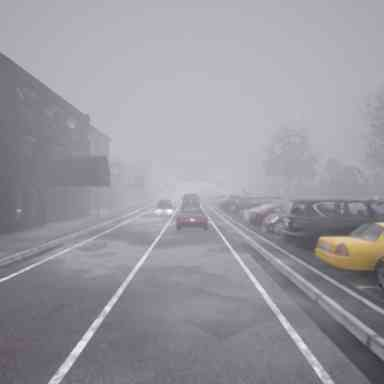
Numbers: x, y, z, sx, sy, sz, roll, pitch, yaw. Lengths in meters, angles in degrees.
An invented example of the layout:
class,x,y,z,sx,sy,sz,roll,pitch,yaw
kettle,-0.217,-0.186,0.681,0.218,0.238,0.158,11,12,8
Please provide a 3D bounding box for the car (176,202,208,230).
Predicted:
class,x,y,z,sx,sy,sz,roll,pitch,yaw
car,0.002,1.620,21.831,1.994,1.385,4.181,0,0,0

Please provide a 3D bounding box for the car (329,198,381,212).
class,x,y,z,sx,sy,sz,roll,pitch,yaw
car,18.404,1.470,37.720,4.792,1.488,2.163,0,1,0

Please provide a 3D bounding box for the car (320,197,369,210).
class,x,y,z,sx,sy,sz,roll,pitch,yaw
car,18.420,1.408,40.418,4.892,1.521,2.231,0,1,0

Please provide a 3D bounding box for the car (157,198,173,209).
class,x,y,z,sx,sy,sz,roll,pitch,yaw
car,-3.639,1.533,44.515,1.895,1.301,4.718,0,1,0

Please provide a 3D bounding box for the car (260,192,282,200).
class,x,y,z,sx,sy,sz,roll,pitch,yaw
car,18.351,0.958,77.726,4.553,1.767,2.185,0,1,-1

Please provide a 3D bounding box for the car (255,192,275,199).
class,x,y,z,sx,sy,sz,roll,pitch,yaw
car,18.356,0.875,83.422,4.553,1.767,2.185,0,1,-1

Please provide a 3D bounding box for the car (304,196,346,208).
class,x,y,z,sx,sy,sz,roll,pitch,yaw
car,18.367,1.333,46.189,5.008,1.535,2.097,0,1,0

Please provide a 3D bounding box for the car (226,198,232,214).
class,x,y,z,sx,sy,sz,roll,pitch,yaw
car,5.903,1.561,31.807,4.674,1.452,2.002,0,1,0

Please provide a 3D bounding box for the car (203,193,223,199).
class,x,y,z,sx,sy,sz,roll,pitch,yaw
car,5.276,1.038,83.166,4.792,1.488,2.163,0,1,-1

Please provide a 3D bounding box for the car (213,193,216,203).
class,x,y,z,sx,sy,sz,roll,pitch,yaw
car,5.980,1.338,45.934,5.366,1.575,1.946,0,1,0

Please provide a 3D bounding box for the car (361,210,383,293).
class,x,y,z,sx,sy,sz,roll,pitch,yaw
car,6.124,1.347,6.355,4.553,1.767,2.185,0,0,0

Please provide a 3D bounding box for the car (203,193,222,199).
class,x,y,z,sx,sy,sz,roll,pitch,yaw
car,5.221,1.008,85.949,4.674,1.452,2.002,0,1,-1

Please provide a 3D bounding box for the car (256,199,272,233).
class,x,y,z,sx,sy,sz,roll,pitch,yaw
car,6.039,1.402,17.658,4.553,1.767,2.185,0,0,0

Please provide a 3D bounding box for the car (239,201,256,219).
class,x,y,z,sx,sy,sz,roll,pitch,yaw
car,5.962,1.596,23.308,4.674,1.452,2.002,0,0,0

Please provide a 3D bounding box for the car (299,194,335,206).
class,x,y,z,sx,sy,sz,roll,pitch,yaw
car,18.320,1.173,48.887,4.553,1.767,2.185,0,1,0

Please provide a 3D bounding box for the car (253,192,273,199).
class,x,y,z,sx,sy,sz,roll,pitch,yaw
car,18.327,0.834,86.206,4.553,1.767,2.185,0,1,-1

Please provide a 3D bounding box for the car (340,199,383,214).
class,x,y,z,sx,sy,sz,roll,pitch,yaw
car,18.425,1.506,34.896,4.792,1.488,2.163,0,1,0

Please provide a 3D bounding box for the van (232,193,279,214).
class,x,y,z,sx,sy,sz,roll,pitch,yaw
van,6.038,1.326,29.099,4.442,1.987,1.878,0,0,0

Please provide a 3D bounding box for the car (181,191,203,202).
class,x,y,z,sx,sy,sz,roll,pitch,yaw
car,-0.150,1.190,40.524,2.150,2.045,5.566,0,1,0

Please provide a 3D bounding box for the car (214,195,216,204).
class,x,y,z,sx,sy,sz,roll,pitch,yaw
car,5.810,1.377,43.107,5.008,1.535,2.097,0,1,0

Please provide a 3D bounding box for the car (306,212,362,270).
class,x,y,z,sx,sy,sz,roll,pitch,yaw
car,6.256,1.483,9.181,5.366,1.575,1.946,0,0,0

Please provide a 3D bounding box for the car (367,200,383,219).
class,x,y,z,sx,sy,sz,roll,pitch,yaw
car,18.490,1.545,29.238,5.008,1.535,2.097,0,1,0

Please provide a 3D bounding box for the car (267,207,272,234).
class,x,y,z,sx,sy,sz,roll,pitch,yaw
car,6.031,1.554,14.831,4.674,1.452,2.002,0,0,0

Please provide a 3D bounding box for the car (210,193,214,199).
class,x,y,z,sx,sy,sz,roll,pitch,yaw
car,5.759,1.263,54.411,4.792,1.488,2.163,0,1,0

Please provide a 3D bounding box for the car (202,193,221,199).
class,x,y,z,sx,sy,sz,roll,pitch,yaw
car,5.161,0.956,88.731,4.792,1.488,2.163,0,1,-1

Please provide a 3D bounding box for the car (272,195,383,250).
class,x,y,z,sx,sy,sz,roll,pitch,yaw
car,6.078,1.249,12.007,5.566,2.045,2.435,0,0,0

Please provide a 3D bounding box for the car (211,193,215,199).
class,x,y,z,sx,sy,sz,roll,pitch,yaw
car,5.754,1.309,51.584,4.674,1.452,2.002,0,1,0

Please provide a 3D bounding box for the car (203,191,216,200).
class,x,y,z,sx,sy,sz,roll,pitch,yaw
car,5.317,1.128,77.742,4.674,1.452,2.002,1,1,0

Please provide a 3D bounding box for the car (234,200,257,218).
class,x,y,z,sx,sy,sz,roll,pitch,yaw
car,5.946,1.605,26.142,4.674,1.452,2.002,0,0,0

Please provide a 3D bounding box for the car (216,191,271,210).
class,x,y,z,sx,sy,sz,roll,pitch,yaw
car,5.830,1.198,37.453,5.566,2.045,2.435,0,1,0

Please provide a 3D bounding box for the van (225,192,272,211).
class,x,y,z,sx,sy,sz,roll,pitch,yaw
van,5.996,1.259,34.630,4.442,1.987,1.878,0,1,0

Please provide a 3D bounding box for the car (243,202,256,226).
class,x,y,z,sx,sy,sz,roll,pitch,yaw
car,5.981,1.542,20.482,5.008,1.535,2.097,0,0,0
